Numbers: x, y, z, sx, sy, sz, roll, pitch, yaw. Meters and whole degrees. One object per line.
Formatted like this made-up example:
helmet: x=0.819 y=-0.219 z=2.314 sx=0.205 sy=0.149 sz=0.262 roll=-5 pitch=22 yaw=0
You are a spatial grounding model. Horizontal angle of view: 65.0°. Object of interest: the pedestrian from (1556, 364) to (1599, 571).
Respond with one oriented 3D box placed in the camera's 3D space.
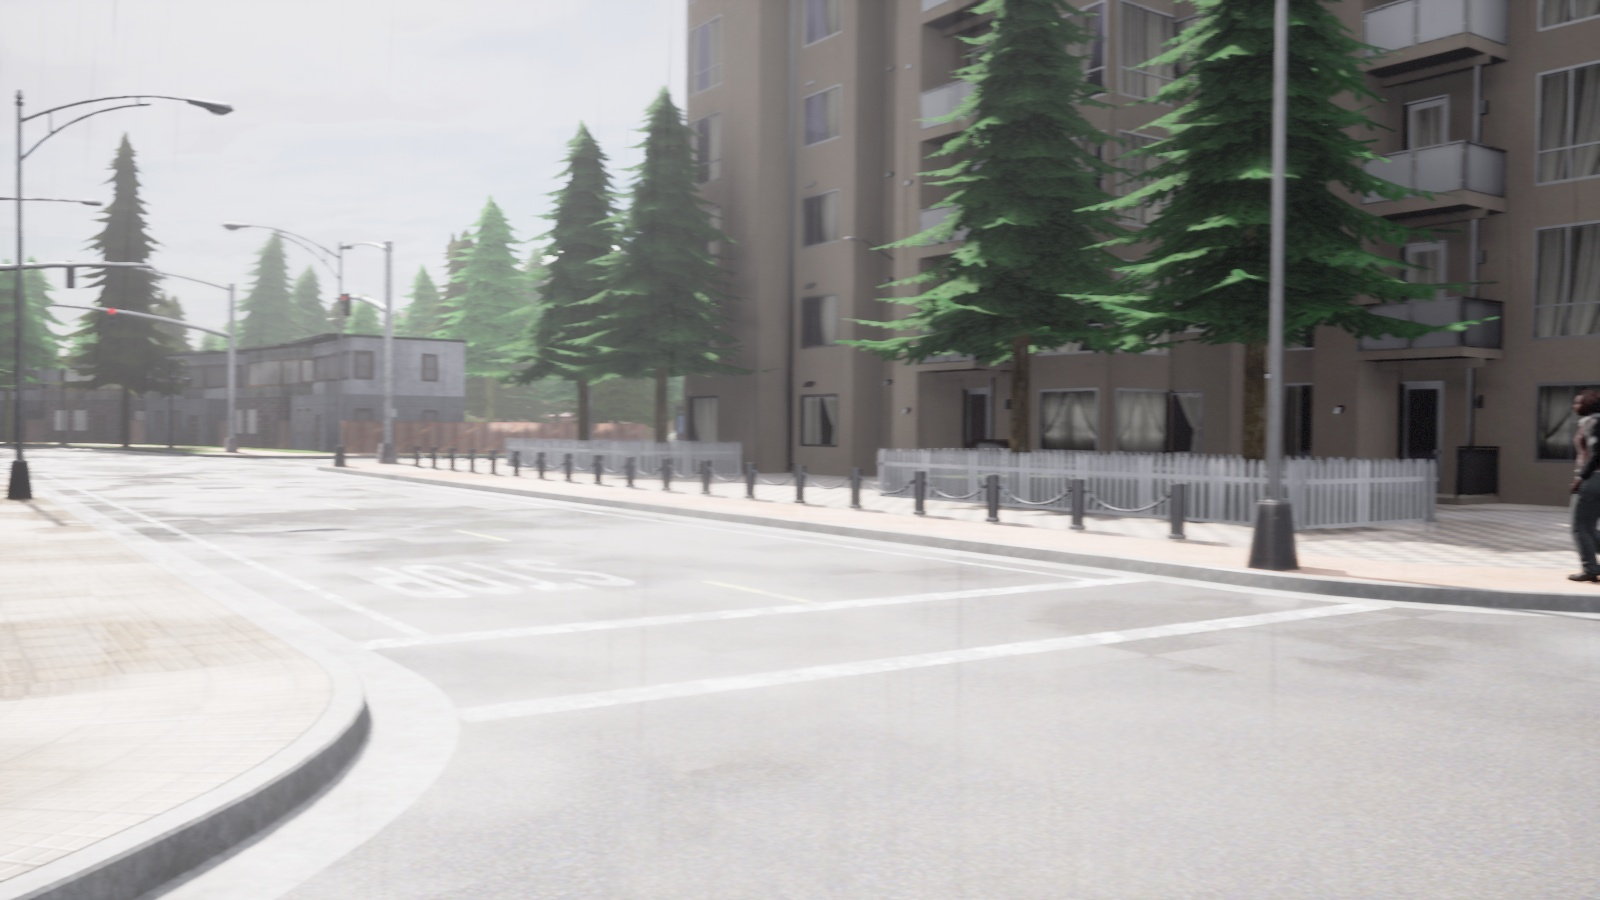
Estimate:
pedestrian: x=7.565 y=0.160 z=11.838 sx=0.402 sy=1.930 sz=0.666 roll=-2 pitch=1 yaw=-43
